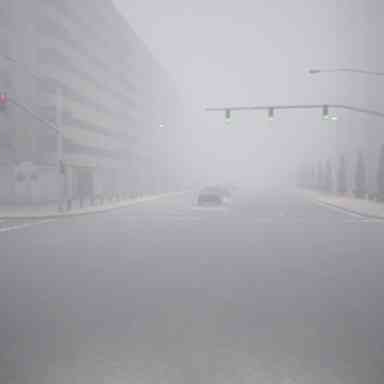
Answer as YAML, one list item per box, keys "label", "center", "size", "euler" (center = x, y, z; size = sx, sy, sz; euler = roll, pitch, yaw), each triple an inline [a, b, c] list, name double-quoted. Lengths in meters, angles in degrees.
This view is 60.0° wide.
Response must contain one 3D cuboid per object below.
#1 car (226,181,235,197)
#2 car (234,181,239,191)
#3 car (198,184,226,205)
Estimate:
- label: "car"
  center: [3.776, -0.195, 41.001]
  size: [2.128, 1.511, 4.902]
  euler: [0, 2, 11]
- label: "car"
  center: [7.438, -1.128, 60.262]
  size: [2.097, 1.767, 4.553]
  euler: [0, 2, 11]
- label: "car"
  center: [1.736, 0.248, 29.867]
  size: [1.882, 1.535, 5.008]
  euler: [0, 2, 10]
